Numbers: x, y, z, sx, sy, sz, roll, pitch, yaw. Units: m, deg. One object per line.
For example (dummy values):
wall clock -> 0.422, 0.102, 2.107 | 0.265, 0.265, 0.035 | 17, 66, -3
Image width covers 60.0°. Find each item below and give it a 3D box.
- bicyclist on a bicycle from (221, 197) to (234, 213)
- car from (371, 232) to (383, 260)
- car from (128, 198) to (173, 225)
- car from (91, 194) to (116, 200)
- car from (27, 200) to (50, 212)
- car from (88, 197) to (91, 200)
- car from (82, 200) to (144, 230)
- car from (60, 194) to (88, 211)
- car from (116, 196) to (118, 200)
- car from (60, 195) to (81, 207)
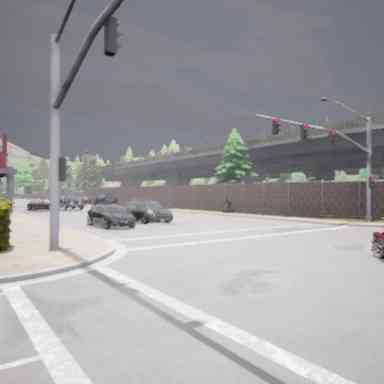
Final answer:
bicyclist on a bicycle -> 3.622, 1.369, 33.805 | 1.656, 1.620, 0.582 | 0, 0, -35
car -> 6.856, 1.632, 9.621 | 1.895, 1.301, 4.718 | 0, 0, 12
car -> -3.274, 1.365, 24.538 | 2.097, 1.767, 4.553 | 0, 0, -35
car -> -13.182, 1.282, 50.900 | 2.150, 2.045, 5.566 | 0, 0, -34
car -> -18.183, 1.606, 39.565 | 1.895, 1.301, 4.718 | 0, 0, -35
car -> -19.307, 1.544, 59.481 | 1.882, 1.535, 5.008 | 0, 0, -35
car -> -5.189, 1.499, 21.182 | 1.837, 1.490, 4.892 | 0, 0, -35
car -> -15.213, 1.243, 41.429 | 2.150, 2.045, 5.566 | 0, 0, -35
car -> -5.765, 1.387, 34.458 | 2.097, 1.767, 4.553 | 0, 0, -35
car -> -19.985, 1.399, 54.523 | 2.097, 1.767, 4.553 | 0, 0, -35
